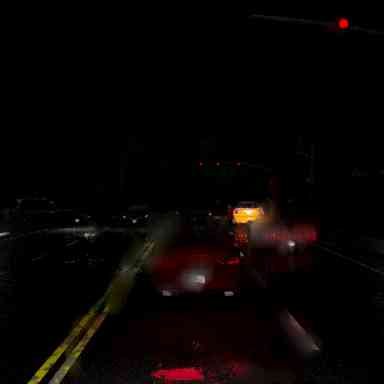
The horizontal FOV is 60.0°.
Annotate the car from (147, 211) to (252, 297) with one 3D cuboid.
[{"bbox_3d":[0.110,1.478,8.642,1.882,1.535,5.008,0,0,0],"label":"car"}]

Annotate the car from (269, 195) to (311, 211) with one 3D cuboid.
[{"bbox_3d":[12.139,1.493,41.058,4.902,1.511,2.128,0,0,-2],"label":"car"}]

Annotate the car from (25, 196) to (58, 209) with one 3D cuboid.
[{"bbox_3d":[-19.952,1.347,43.607,4.553,1.767,2.097,0,0,-2],"label":"car"}]

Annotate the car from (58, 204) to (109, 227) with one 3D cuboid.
[{"bbox_3d":[-7.010,1.565,22.331,1.994,1.385,4.181,0,0,1],"label":"car"}]

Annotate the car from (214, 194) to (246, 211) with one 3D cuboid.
[{"bbox_3d":[5.289,1.222,37.353,5.566,2.045,2.150,0,0,-2],"label":"car"}]

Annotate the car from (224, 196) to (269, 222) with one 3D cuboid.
[{"bbox_3d":[3.657,1.352,23.294,2.097,1.767,4.553,0,0,1],"label":"car"}]

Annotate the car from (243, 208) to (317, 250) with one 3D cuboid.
[{"bbox_3d":[3.618,1.601,14.311,1.895,1.301,4.718,0,0,0],"label":"car"}]

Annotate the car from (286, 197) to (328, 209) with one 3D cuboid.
[{"bbox_3d":[15.360,1.477,44.655,5.008,1.535,1.882,0,0,-2],"label":"car"}]

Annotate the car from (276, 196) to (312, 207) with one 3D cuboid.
[{"bbox_3d":[15.838,1.478,51.871,5.008,1.535,1.882,0,0,-2],"label":"car"}]

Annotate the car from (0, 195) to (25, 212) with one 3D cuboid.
[{"bbox_3d":[-21.997,1.218,36.541,5.566,2.045,2.150,0,0,-2],"label":"car"}]

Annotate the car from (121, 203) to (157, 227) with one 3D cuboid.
[{"bbox_3d":[-3.504,1.525,22.705,1.812,1.442,4.674,0,0,1],"label":"car"}]

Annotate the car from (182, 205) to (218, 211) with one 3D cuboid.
[{"bbox_3d":[0.125,1.547,18.864,2.033,1.411,5.357,0,0,0],"label":"car"}]

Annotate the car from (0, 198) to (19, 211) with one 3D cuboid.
[{"bbox_3d":[-23.863,1.483,39.990,4.902,1.511,2.128,0,0,-2],"label":"car"}]

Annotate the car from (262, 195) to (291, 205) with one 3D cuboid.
[{"bbox_3d":[14.897,1.352,58.841,4.553,1.767,2.097,0,0,-2],"label":"car"}]
